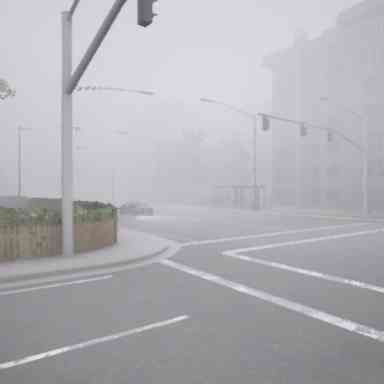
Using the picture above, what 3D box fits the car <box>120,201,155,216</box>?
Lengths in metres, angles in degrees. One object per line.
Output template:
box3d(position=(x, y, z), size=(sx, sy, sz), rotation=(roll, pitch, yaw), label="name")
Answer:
box3d(position=(-5.250, 1.523, 31.709), size=(1.994, 1.385, 4.181), rotation=(0, 0, -35), label="car")

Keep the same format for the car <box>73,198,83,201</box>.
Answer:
box3d(position=(-16.791, 1.565, 48.538), size=(1.895, 1.301, 4.718), rotation=(0, 0, -35), label="car")
